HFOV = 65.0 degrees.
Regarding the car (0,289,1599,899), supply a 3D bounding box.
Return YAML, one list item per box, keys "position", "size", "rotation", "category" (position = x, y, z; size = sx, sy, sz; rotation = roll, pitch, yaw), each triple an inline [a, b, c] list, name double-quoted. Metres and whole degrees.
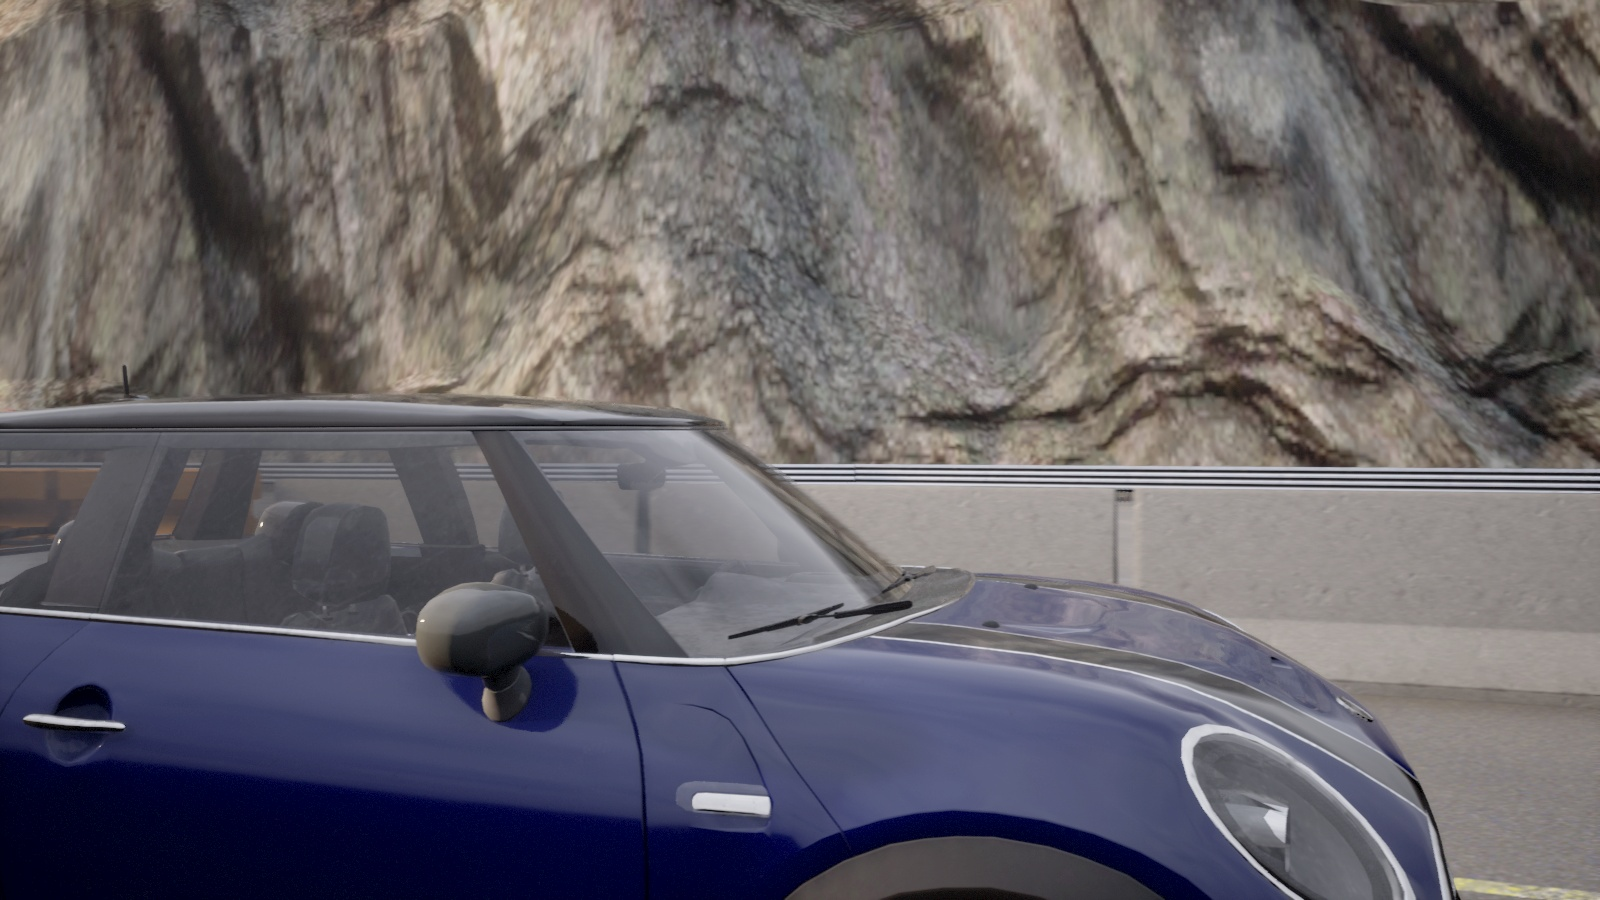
- position: [-0.686, 0.627, 3.423]
  size: [4.553, 1.767, 2.097]
  rotation: [1, 1, 18]
  category: "car"
